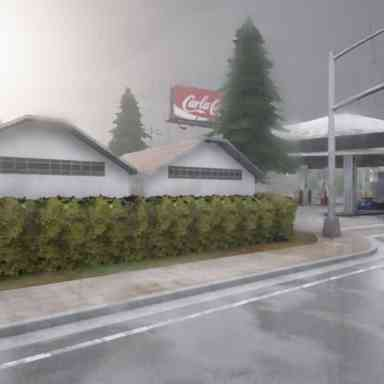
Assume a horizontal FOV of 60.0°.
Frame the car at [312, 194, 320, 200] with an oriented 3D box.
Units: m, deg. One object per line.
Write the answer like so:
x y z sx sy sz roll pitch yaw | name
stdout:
32.655 1.306 89.373 2.152 1.636 5.027 0 0 -36 | car

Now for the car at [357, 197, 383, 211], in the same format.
21.598 1.467 39.877 4.611 1.667 2.242 0 0 -36 | car
